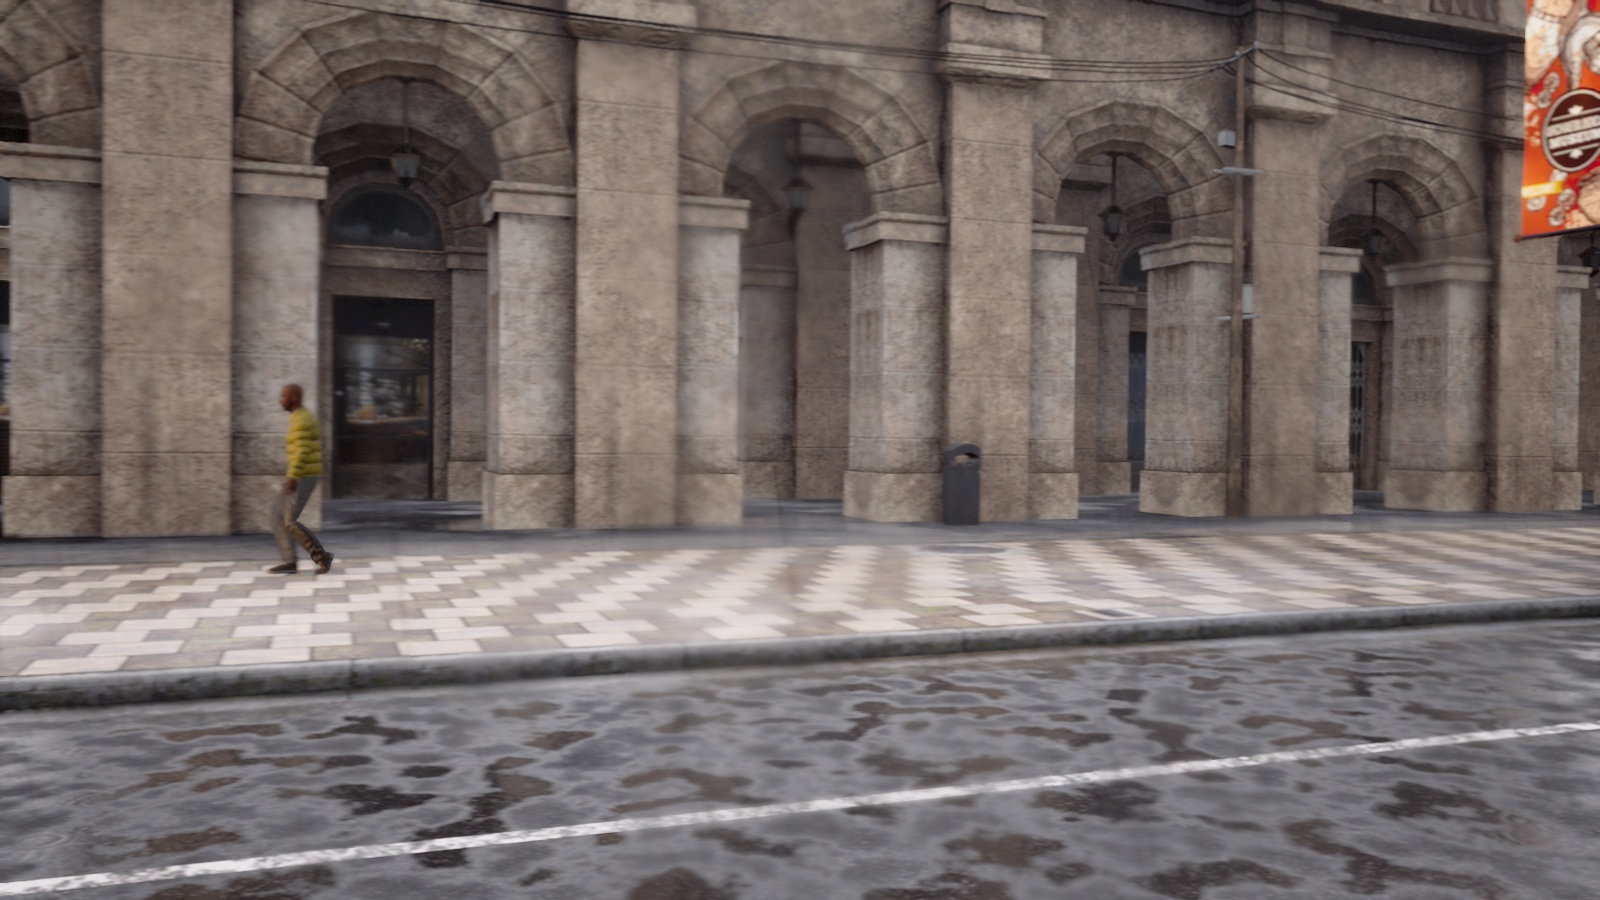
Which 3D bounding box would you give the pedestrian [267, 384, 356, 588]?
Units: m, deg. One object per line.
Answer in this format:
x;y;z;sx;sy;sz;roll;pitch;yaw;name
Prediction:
-4.493;0.315;11.561;0.726;1.835;0.370;-1;1;-21;pedestrian
